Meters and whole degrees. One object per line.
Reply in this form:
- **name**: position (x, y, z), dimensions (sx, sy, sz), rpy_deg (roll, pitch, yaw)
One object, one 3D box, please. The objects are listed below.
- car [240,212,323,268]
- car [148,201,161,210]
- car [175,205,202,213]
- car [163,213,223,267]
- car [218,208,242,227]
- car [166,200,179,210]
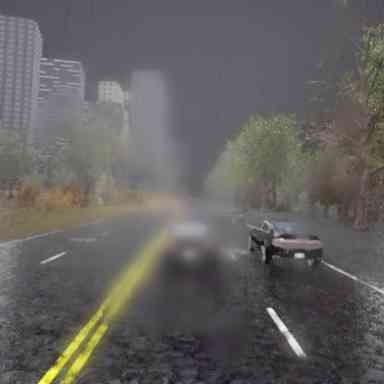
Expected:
- **car**: position (3.314, 1.771, 12.577), dimensions (2.128, 1.511, 4.902), rpy_deg (3, -1, 1)
- **car**: position (-6.575, 2.250, 58.350), dimensions (1.882, 1.535, 5.008), rpy_deg (2, -1, 0)
- **car**: position (0.010, 1.985, 25.369), dimensions (2.033, 1.411, 5.357), rpy_deg (2, -1, 0)
- **car**: position (0.019, 1.732, 12.323), dimensions (1.812, 1.442, 4.674), rpy_deg (0, -1, 2)
- **car**: position (3.278, 2.049, 27.578), dimensions (2.128, 1.511, 4.902), rpy_deg (1, -1, 1)
- **car**: position (-3.324, 2.214, 58.288), dimensions (2.097, 1.767, 4.553), rpy_deg (2, -1, 0)
